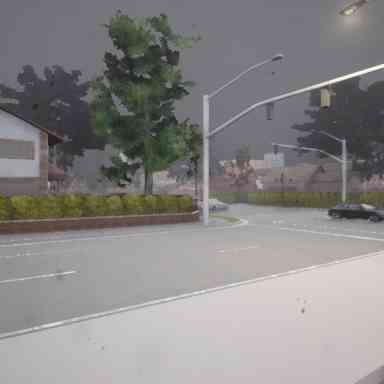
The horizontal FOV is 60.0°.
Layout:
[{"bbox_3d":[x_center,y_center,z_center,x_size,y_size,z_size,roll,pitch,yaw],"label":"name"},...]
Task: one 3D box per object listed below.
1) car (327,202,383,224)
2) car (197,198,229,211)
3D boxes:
[{"bbox_3d":[12.325,1.467,24.465,1.812,1.442,4.674,0,0,-35],"label":"car"},{"bbox_3d":[2.264,1.429,38.467,1.812,1.442,4.674,0,0,-36],"label":"car"}]
